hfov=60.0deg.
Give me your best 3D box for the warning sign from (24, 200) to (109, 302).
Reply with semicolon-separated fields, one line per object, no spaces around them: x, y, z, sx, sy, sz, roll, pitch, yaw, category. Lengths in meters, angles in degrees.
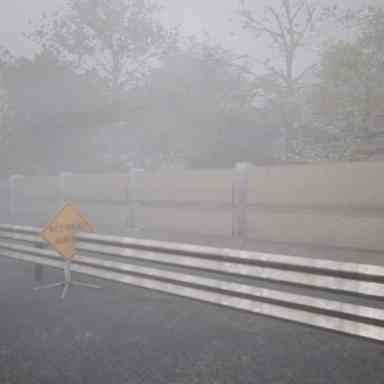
-2.629;1.117;7.033;1.060;1.860;1.300;0;0;36;warning sign
